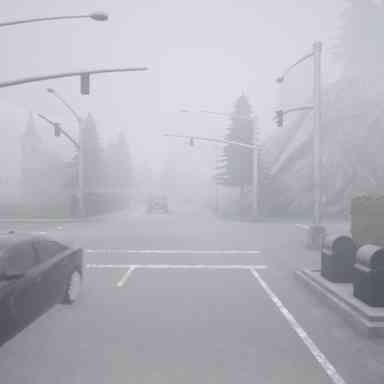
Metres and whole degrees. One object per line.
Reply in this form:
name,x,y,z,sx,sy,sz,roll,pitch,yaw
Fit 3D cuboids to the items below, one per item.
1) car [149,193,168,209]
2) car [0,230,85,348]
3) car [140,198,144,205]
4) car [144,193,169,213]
car,-4.895,1.221,47.904,2.150,2.045,5.566,0,0,-12
car,-3.359,1.477,5.313,1.882,1.535,5.008,0,0,2
car,-7.729,1.564,57.909,1.994,1.385,4.181,0,0,-20
car,-3.756,1.221,37.202,2.150,2.045,5.566,0,0,-2
